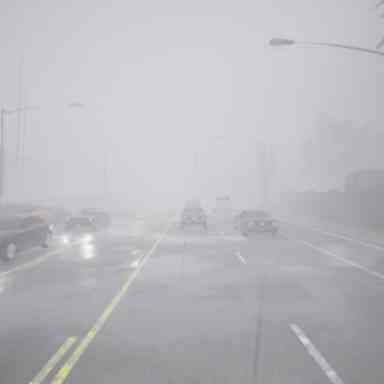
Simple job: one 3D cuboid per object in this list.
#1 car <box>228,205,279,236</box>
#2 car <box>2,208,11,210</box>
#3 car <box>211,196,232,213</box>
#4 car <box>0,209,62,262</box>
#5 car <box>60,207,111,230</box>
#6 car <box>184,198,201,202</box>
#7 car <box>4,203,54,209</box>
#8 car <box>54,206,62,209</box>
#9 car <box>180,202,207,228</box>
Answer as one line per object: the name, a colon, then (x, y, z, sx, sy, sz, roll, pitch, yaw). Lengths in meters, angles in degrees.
car: (3.603, 1.699, 19.440, 2.033, 1.411, 5.357, 0, 0, 0)
car: (-10.498, 1.678, 14.684, 2.033, 1.411, 5.357, 0, 0, 0)
car: (3.596, 1.433, 40.398, 2.150, 2.045, 5.566, 0, 0, 0)
car: (-6.997, 1.625, 12.750, 1.837, 1.490, 4.892, 0, 0, 0)
car: (-6.995, 1.763, 22.734, 1.895, 1.301, 4.718, 0, 0, 0)
car: (0.103, 1.566, 42.623, 2.097, 1.767, 4.553, 0, 0, 0)
car: (-10.496, 1.505, 20.074, 2.097, 1.767, 4.553, 0, 0, 0)
car: (-10.495, 1.732, 24.807, 1.994, 1.385, 4.181, 0, 0, 0)
car: (0.105, 1.712, 23.565, 2.033, 1.411, 5.357, 0, 0, 0)
